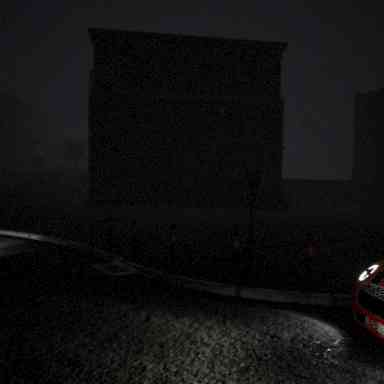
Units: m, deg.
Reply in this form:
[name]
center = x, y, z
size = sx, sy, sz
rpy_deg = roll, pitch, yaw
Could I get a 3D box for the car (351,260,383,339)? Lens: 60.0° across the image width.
[car]
center = 4.826, 1.371, 4.990
size = 4.553, 1.767, 2.097
rpy_deg = 2, 1, -13
